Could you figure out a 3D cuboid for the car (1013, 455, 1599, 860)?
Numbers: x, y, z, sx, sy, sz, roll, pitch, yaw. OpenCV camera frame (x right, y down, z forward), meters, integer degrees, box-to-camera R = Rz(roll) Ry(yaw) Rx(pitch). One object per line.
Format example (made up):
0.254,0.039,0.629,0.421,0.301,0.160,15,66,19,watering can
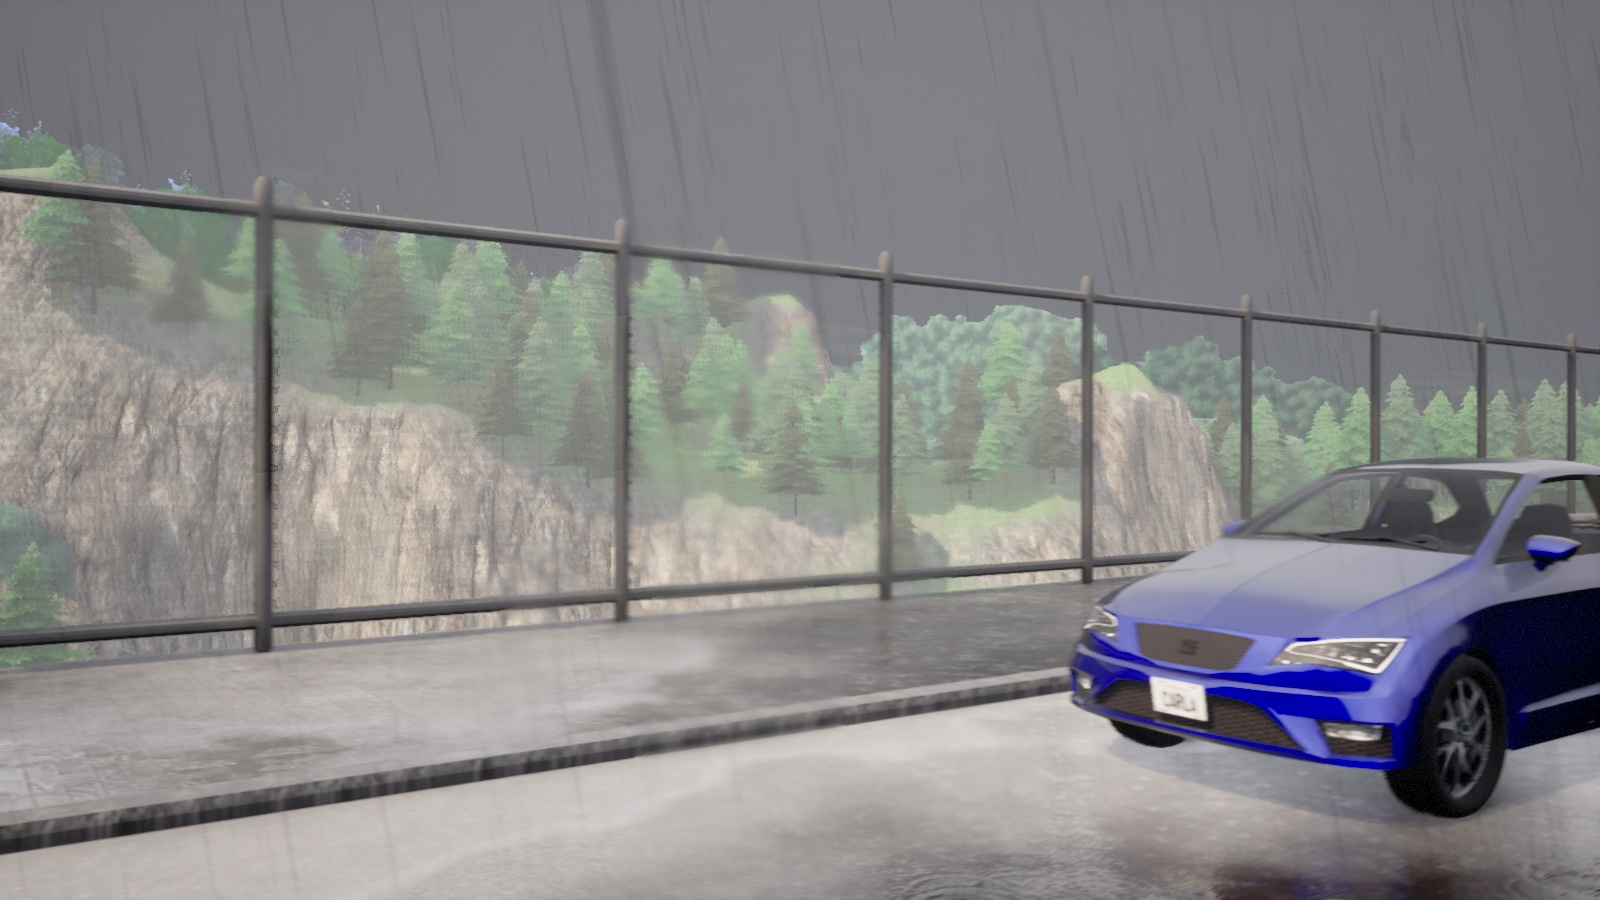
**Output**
3.274,0.768,6.547,4.193,1.474,1.816,0,0,-35,car
